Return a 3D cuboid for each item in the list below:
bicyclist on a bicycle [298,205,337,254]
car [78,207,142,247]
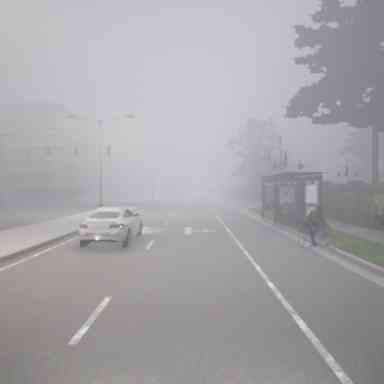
[{"bbox_3d":[4.368,1.295,11.703,0.582,1.620,1.656,0,1,-31],"label":"bicyclist on a bicycle"},{"bbox_3d":[-3.279,1.336,13.920,1.812,1.442,4.674,0,1,1],"label":"car"}]
